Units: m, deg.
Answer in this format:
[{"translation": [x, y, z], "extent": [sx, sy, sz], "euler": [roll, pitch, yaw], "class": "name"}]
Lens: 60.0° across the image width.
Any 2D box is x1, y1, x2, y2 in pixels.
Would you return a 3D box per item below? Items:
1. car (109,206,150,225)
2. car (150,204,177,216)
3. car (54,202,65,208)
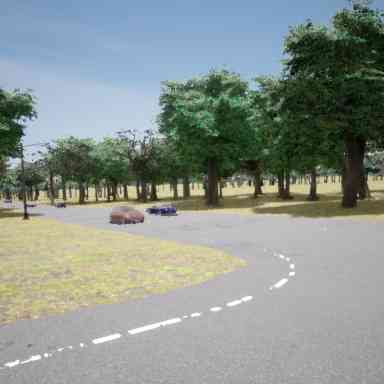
[{"translation": [-6.424, 2.176, 32.483], "extent": [2.097, 1.767, 4.553], "euler": [-4, 1, -36], "class": "car"}, {"translation": [-3.832, 2.177, 40.920], "extent": [1.895, 1.301, 4.718], "euler": [-4, 1, -35], "class": "car"}, {"translation": [-32.098, 3.158, 80.481], "extent": [1.837, 1.490, 4.892], "euler": [-4, 1, -36], "class": "car"}]
